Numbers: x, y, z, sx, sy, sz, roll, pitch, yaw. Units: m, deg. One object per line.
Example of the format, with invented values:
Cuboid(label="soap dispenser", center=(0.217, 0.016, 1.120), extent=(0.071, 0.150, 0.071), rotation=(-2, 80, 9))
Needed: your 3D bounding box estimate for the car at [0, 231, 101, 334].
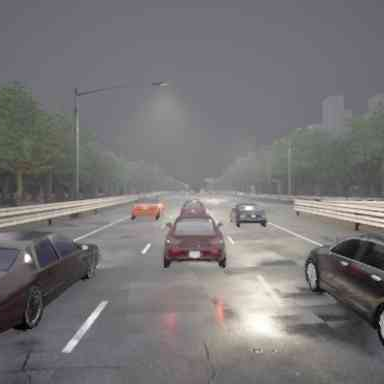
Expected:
Cuboid(label="car", center=(-3.437, 1.511, 6.739), extent=(2.033, 1.411, 5.357), rotation=(0, 0, 0))

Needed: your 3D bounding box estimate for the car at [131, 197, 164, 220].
Cuboid(label="car", center=(-3.418, 1.167, 26.404), extent=(2.097, 1.767, 4.553), rotation=(0, 1, 0))

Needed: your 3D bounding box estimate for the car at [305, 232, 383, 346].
Cuboid(label="car", center=(3.573, 1.475, 5.877), extent=(1.837, 1.490, 4.892), rotation=(0, 1, -1))

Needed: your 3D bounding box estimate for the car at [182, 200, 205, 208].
Cuboid(label="car", center=(0.084, 1.372, 27.144), extent=(1.994, 1.385, 4.181), rotation=(0, 1, 0))

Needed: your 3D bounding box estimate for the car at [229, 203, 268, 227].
Cuboid(label="car", center=(3.559, 1.409, 21.678), extent=(2.033, 1.411, 5.357), rotation=(0, 1, 0))

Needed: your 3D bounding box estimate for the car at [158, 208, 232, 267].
Cuboid(label="car", center=(0.082, 1.464, 11.094), extent=(1.812, 1.442, 4.674), rotation=(0, 0, 0))
